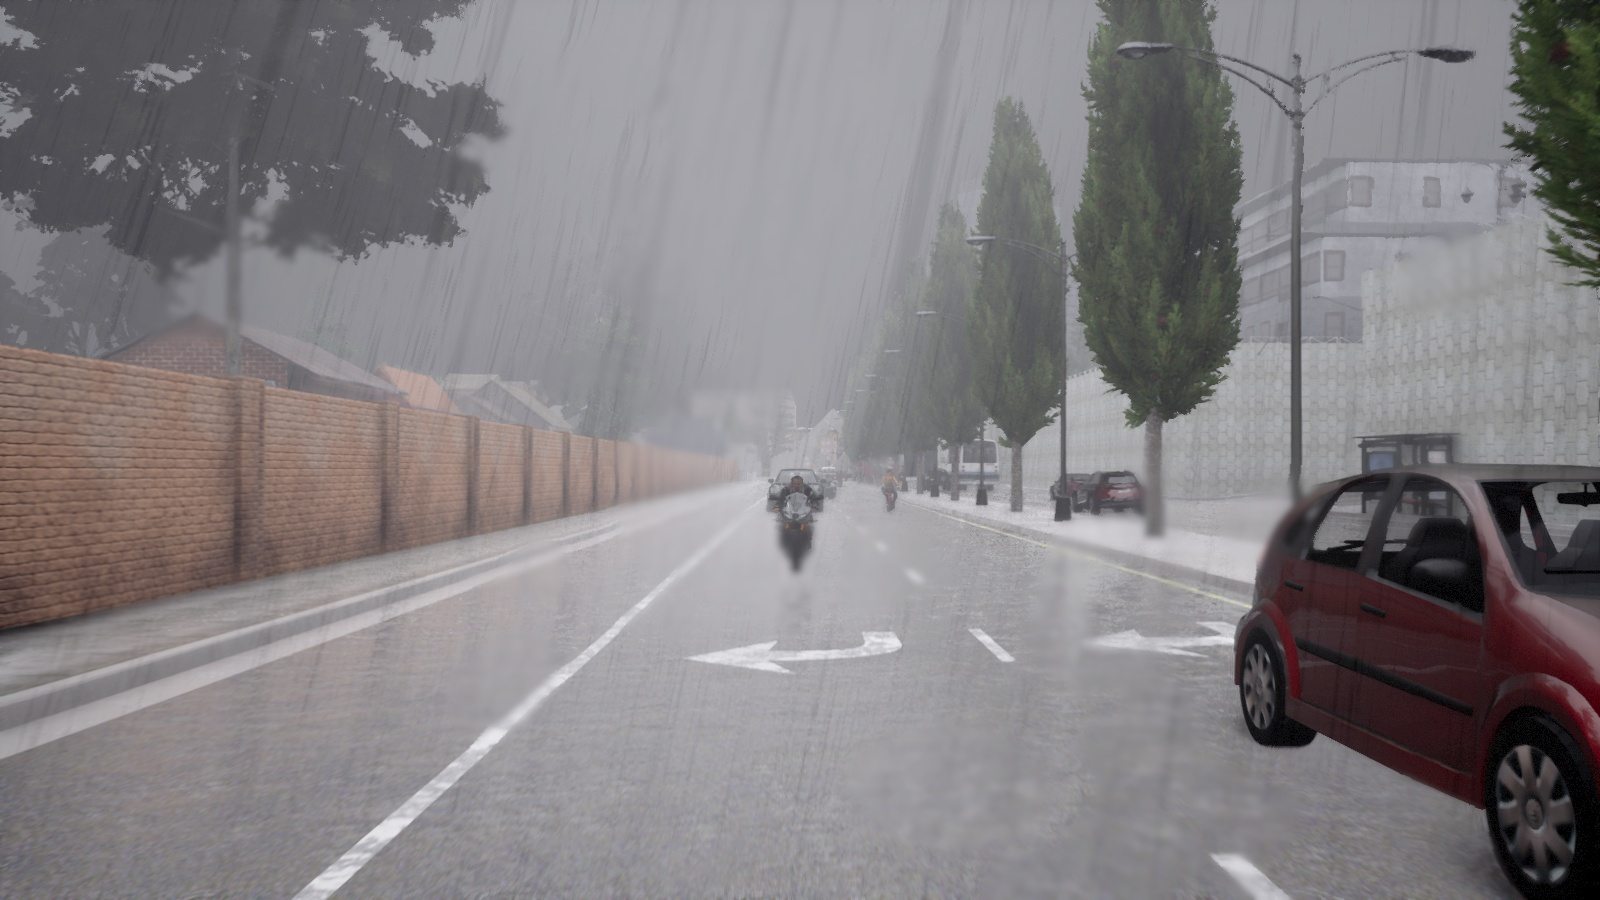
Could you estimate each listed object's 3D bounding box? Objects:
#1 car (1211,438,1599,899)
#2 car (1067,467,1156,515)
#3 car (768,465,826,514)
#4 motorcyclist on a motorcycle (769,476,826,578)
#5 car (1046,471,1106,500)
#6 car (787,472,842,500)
[{"bbox_3d":[3.487,0.796,5.800,1.851,1.617,3.988,0,-1,0],"label":"car"},{"bbox_3d":[11.391,1.474,46.282,2.033,1.649,4.856,0,-1,0],"label":"car"},{"bbox_3d":[-0.108,1.468,47.417,2.097,1.767,4.553,0,-1,0],"label":"car"},{"bbox_3d":[-0.041,1.187,20.110,0.866,1.530,2.191,0,-1,0],"label":"motorcyclist on a motorcycle"},{"bbox_3d":[14.845,1.881,67.700,2.163,1.488,4.792,0,-1,0],"label":"car"},{"bbox_3d":[0.744,1.916,68.033,1.970,1.475,3.806,0,-1,-16],"label":"car"}]
